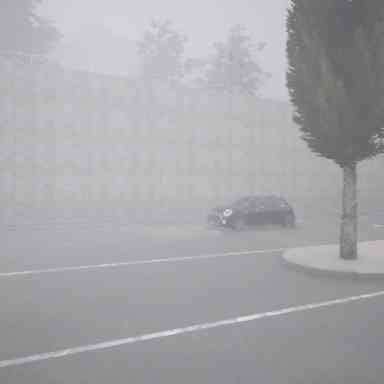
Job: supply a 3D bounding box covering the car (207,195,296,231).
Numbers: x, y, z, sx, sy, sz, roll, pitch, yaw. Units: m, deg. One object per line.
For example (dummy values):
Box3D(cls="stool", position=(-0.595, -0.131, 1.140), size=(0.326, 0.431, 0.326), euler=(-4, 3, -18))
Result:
Box3D(cls="car", position=(3.084, 0.959, 17.304), size=(4.553, 1.767, 2.097), euler=(0, 2, -24))
